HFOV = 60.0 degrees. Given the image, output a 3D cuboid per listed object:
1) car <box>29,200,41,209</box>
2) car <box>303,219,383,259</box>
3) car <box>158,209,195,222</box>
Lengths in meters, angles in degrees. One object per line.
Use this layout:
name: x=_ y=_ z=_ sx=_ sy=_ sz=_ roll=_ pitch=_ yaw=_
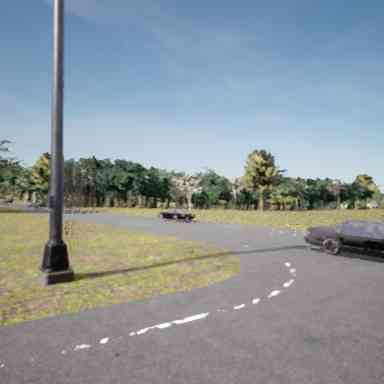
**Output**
car: x=-37.490 y=3.184 z=78.671 sx=1.837 sy=1.490 sz=4.892 roll=3 pitch=-3 yaw=-30
car: x=6.709 y=1.723 z=11.958 sx=2.033 sy=1.411 sz=5.357 roll=2 pitch=-1 yaw=-36
car: x=-1.767 y=2.471 z=35.696 sx=1.895 sy=1.301 sz=4.718 roll=4 pitch=-3 yaw=-36
